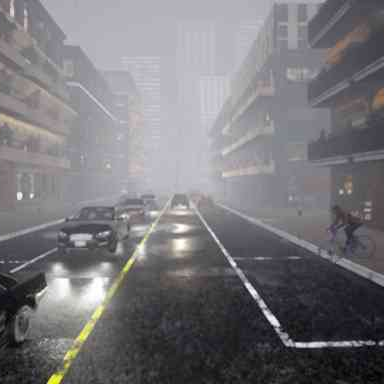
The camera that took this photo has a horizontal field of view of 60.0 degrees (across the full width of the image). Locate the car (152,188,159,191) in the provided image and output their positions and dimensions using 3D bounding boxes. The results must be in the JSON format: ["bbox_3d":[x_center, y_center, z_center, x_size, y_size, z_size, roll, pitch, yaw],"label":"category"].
[{"bbox_3d":[-8.068,0.251,62.772,2.192,1.841,5.009,-1,1,-2],"label":"car"}]

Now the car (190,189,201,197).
[{"bbox_3d":[0.943,0.694,46.448,1.752,1.417,4.829,-1,1,-2],"label":"car"}]

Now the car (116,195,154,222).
[{"bbox_3d":[-3.911,1.148,22.536,1.812,1.442,4.674,0,1,-2],"label":"car"}]

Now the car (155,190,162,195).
[{"bbox_3d":[-9.154,0.031,90.761,1.802,1.307,4.206,-1,1,-2],"label":"car"}]

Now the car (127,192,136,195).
[{"bbox_3d":[-6.959,1.006,34.793,1.802,1.307,4.206,-1,1,-2],"label":"car"}]

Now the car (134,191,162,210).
[{"bbox_3d":[-4.267,0.945,32.927,1.837,1.490,4.892,0,1,-2],"label":"car"}]

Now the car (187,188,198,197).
[{"bbox_3d":[0.081,0.096,68.662,2.192,1.841,5.009,-1,1,-2],"label":"car"}]

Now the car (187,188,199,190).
[{"bbox_3d":[0.513,0.291,57.468,2.192,1.841,5.009,-1,1,-2],"label":"car"}]

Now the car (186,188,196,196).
[{"bbox_3d":[-0.351,-0.098,79.857,2.192,1.841,5.009,-1,1,-2],"label":"car"}]

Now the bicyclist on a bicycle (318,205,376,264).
[{"bbox_3d":[4.264,1.150,9.274,1.656,1.620,0.582,-8,1,-2],"label":"bicyclist on a bicycle"}]

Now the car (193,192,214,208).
[{"bbox_3d":[1.383,0.949,35.085,1.802,1.307,4.206,-1,1,-2],"label":"car"}]

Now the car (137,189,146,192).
[{"bbox_3d":[-7.178,0.766,40.387,1.967,1.590,4.097,-1,1,-2],"label":"car"}]

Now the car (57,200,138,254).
[{"bbox_3d":[-3.536,1.285,12.700,2.128,1.511,4.902,0,1,-2],"label":"car"}]

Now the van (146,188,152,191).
[{"bbox_3d":[-7.612,0.472,51.579,1.690,1.788,3.998,-1,1,-2],"label":"van"}]

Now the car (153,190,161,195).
[{"bbox_3d":[-8.937,0.129,85.164,1.802,1.307,4.206,-1,1,-2],"label":"car"}]

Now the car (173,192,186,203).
[{"bbox_3d":[-1.734,0.697,47.216,1.812,1.442,4.674,0,1,-2],"label":"car"}]

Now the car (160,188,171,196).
[{"bbox_3d":[-5.895,-0.079,76.308,2.097,1.767,4.553,0,1,-2],"label":"car"}]

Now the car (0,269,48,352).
[{"bbox_3d":[-3.168,1.559,3.301,1.895,1.301,4.718,0,1,-5],"label":"car"}]

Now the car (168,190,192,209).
[{"bbox_3d":[-1.221,0.900,34.488,1.837,1.490,4.892,0,1,-2],"label":"car"}]
